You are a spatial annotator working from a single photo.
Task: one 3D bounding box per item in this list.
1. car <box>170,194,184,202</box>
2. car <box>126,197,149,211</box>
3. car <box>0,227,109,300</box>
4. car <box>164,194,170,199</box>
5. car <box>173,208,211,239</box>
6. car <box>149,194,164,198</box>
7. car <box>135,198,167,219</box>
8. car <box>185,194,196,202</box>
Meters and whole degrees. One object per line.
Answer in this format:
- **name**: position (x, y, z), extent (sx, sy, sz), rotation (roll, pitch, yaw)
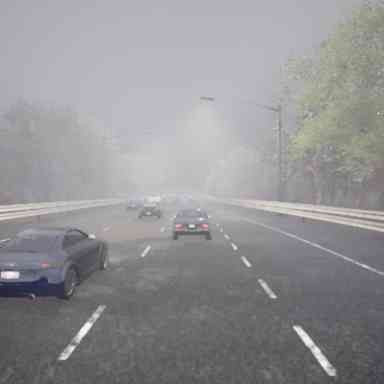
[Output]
- **car**: position (-3.516, 1.655, 79.554), extent (2.033, 1.411, 5.357), rotation (0, 0, 0)
- **car**: position (-7.010, 1.607, 41.781), extent (1.994, 1.385, 4.181), rotation (0, 0, 0)
- **car**: position (-3.504, 1.570, 8.425), extent (1.994, 1.385, 4.181), rotation (0, 0, 0)
- **car**: position (-7.016, 1.710, 79.656), extent (1.895, 1.301, 4.718), rotation (0, 0, 0)
- **car**: position (-0.006, 1.561, 17.346), extent (2.033, 1.411, 5.357), rotation (0, 0, 0)
- **car**: position (-7.015, 1.302, 62.556), extent (2.150, 2.045, 5.566), rotation (0, 0, 0)
- **car**: position (-3.508, 1.552, 29.134), extent (1.812, 1.442, 4.674), rotation (0, 0, 0)
- **car**: position (-0.016, 1.710, 79.535), extent (1.895, 1.301, 4.718), rotation (0, 0, 0)
